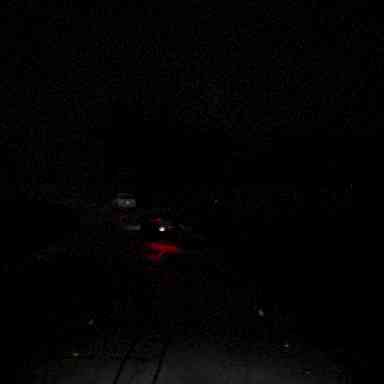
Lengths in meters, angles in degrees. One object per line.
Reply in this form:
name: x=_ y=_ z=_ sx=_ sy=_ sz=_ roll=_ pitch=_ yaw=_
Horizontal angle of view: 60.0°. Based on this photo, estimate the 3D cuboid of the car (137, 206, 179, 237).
car: x=-1.854 y=1.511 z=18.109 sx=1.837 sy=1.490 sz=4.892 roll=-1 pitch=0 yaw=-10

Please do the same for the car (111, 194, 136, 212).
car: x=-8.140 y=1.197 z=39.267 sx=2.150 sy=2.045 sz=5.566 roll=0 pitch=0 yaw=-22
